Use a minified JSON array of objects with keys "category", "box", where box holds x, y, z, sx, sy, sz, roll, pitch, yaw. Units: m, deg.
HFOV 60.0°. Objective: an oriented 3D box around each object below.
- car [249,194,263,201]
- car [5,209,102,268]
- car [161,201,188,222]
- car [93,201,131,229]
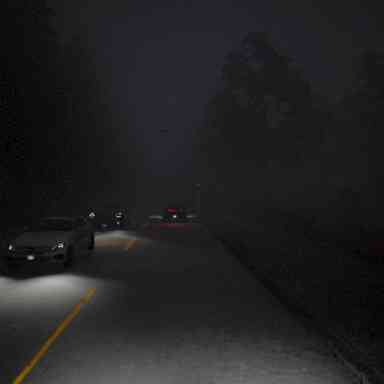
[{"category":"car","box":[12.155,1.059,63.576,1.994,1.381,4.181,-1,0,-3]},{"category":"car","box":[-4.700,1.571,11.711,1.812,1.442,4.674,-1,0,-4]},{"category":"car","box":[-1.362,1.488,26.150,1.837,1.490,4.892,-1,0,-3]},{"category":"car","box":[-5.301,1.392,21.811,2.097,1.767,4.553,-1,0,-3]}]
